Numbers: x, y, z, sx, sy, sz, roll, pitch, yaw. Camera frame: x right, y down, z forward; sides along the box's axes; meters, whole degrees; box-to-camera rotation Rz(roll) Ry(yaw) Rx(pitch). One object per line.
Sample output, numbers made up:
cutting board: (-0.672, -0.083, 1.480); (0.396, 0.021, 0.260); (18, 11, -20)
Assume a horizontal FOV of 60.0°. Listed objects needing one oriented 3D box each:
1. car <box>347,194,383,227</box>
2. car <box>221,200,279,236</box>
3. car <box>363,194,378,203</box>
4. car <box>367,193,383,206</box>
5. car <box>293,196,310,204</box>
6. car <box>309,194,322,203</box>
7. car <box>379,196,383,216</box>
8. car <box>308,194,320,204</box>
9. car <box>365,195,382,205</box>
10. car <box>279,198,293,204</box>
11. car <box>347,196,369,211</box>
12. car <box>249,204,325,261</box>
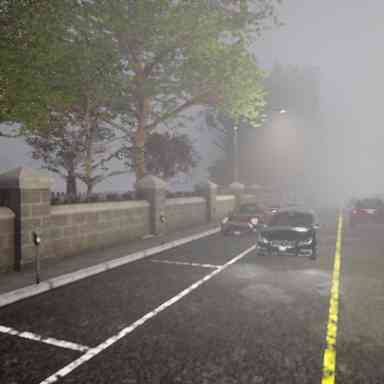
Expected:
car: (10.958, 1.150, 20.702); (2.097, 1.767, 4.553); (0, 0, 25)
car: (2.910, 1.322, 16.923); (1.967, 1.590, 4.097); (0, 0, 24)
car: (29.248, 1.011, 54.615); (1.752, 1.417, 4.829); (-1, 0, 24)
car: (24.517, 1.011, 44.207); (1.967, 1.590, 4.097); (-1, 0, 24)
car: (9.900, 1.295, 32.299); (2.008, 1.369, 4.403); (0, 0, 24)
car: (21.478, 1.054, 57.772); (1.752, 1.417, 4.829); (-1, 0, 24)
car: (17.529, 1.144, 28.831); (1.967, 1.590, 4.097); (-1, 0, 24)
car: (16.819, 1.138, 47.521); (1.752, 1.417, 4.829); (-1, 0, 24)
car: (26.849, 1.094, 49.334); (1.947, 1.339, 4.313); (-1, 0, 24)
car: (5.239, 1.276, 22.047); (1.967, 1.590, 4.097); (0, 0, 24)
car: (18.268, 1.220, 36.756); (1.994, 1.385, 4.181); (0, 0, 25)
car: (3.707, 1.405, 12.173); (1.837, 1.490, 4.892); (0, 1, 24)
